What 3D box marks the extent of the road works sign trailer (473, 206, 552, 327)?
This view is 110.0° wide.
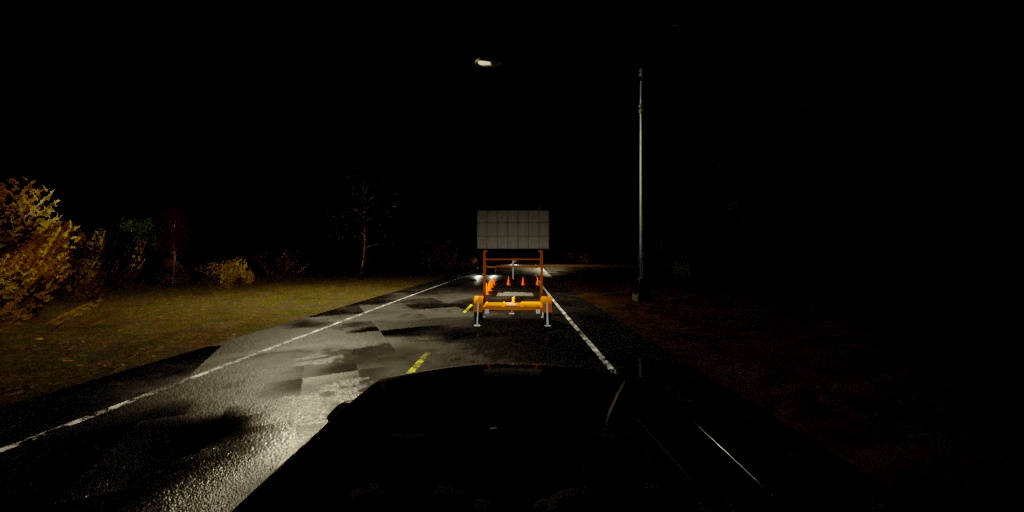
[{"bbox_3d":[0.036,0.214,11.589,2.380,3.560,2.880,0,0,1],"label":"road works sign trailer"}]

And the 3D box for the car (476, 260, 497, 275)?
[{"bbox_3d":[-2.757,1.223,39.605,1.882,1.535,5.008,0,0,3],"label":"car"}]
